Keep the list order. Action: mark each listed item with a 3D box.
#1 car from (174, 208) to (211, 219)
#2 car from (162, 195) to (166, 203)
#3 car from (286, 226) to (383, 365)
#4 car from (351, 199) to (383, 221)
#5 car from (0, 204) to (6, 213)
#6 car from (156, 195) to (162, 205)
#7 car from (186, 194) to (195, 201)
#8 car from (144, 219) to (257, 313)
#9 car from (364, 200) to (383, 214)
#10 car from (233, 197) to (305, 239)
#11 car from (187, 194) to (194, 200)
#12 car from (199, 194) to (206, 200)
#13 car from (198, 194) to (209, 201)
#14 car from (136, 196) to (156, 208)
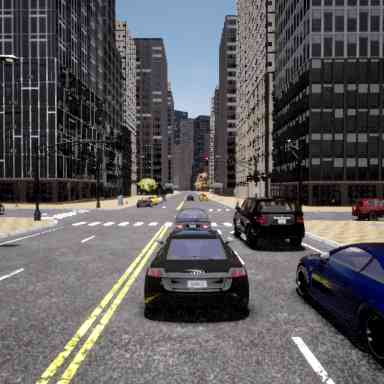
[{"bbox_3d":[0.021,1.538,16.994,2.033,1.411,5.357,0,0,0],"label":"car"},{"bbox_3d":[-6.841,1.469,66.544,1.812,1.442,4.674,0,0,0],"label":"car"},{"bbox_3d":[3.333,1.561,5.803,1.994,1.385,4.181,0,0,-1],"label":"car"},{"bbox_3d":[16.072,1.520,27.913,5.009,1.841,2.192,1,0,1],"label":"car"},{"bbox_3d":[-19.947,1.345,30.927,4.892,1.490,1.837,1,1,1],"label":"car"},{"bbox_3d":[-6.849,1.433,57.096,1.882,1.535,5.008,0,0,0],"label":"car"},{"bbox_3d":[-0.371,1.426,79.402,1.837,1.490,4.892,0,0,0],"label":"car"},{"bbox_3d":[0.066,1.560,7.772,1.994,1.385,4.181,0,0,-1],"label":"car"},{"bbox_3d":[21.641,1.643,36.225,4.829,1.417,1.752,1,0,1],"label":"car"},{"bbox_3d":[3.305,1.213,15.224,2.150,2.045,5.566,0,0,-2],"label":"car"},{"bbox_3d":[-0.418,1.387,89.461,1.882,1.535,5.008,0,0,0],"label":"car"},{"bbox_3d":[2.834,1.242,89.058,1.837,1.490,4.892,0,0,0],"label":"car"},{"bbox_3d":[2.883,1.396,78.641,1.882,1.535,5.008,0,0,0],"label":"car"},{"bbox_3d":[-6.815,1.529,48.167,1.994,1.385,4.181,0,0,0],"label":"car"}]
